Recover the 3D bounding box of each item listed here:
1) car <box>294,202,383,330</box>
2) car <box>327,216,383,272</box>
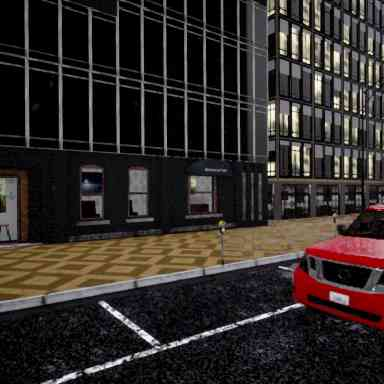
[{"bbox_3d":[4.430,1.220,6.522,5.566,2.045,2.150,0,0,-35],"label":"car"},{"bbox_3d":[6.595,1.580,11.242,4.206,1.307,1.802,0,0,-35],"label":"car"}]
